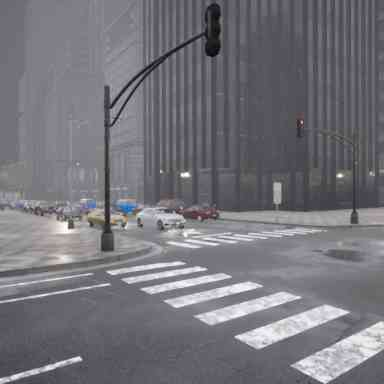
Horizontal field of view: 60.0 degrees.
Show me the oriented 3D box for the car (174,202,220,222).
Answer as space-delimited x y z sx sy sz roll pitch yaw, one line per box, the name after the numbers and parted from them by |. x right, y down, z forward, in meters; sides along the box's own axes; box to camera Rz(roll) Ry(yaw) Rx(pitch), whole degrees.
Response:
0.569 1.828 29.421 1.887 1.381 4.507 -1 0 -35 | car

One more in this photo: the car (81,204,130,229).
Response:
-6.296 1.843 24.358 1.752 1.417 4.829 -1 0 -35 | car

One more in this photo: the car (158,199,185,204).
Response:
-2.375 1.668 33.574 2.192 1.841 5.009 -1 0 -35 | car

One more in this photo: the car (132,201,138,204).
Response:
-5.306 2.003 37.727 1.802 1.307 4.206 -1 0 -35 | car

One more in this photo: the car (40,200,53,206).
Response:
-34.715 2.658 79.174 1.947 1.339 4.313 -1 0 -35 | car

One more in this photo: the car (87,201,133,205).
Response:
-7.723 1.882 30.995 2.128 1.511 4.902 0 -1 -35 | car

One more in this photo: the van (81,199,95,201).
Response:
-17.063 2.036 54.339 1.690 1.788 3.998 -1 0 -35 | van

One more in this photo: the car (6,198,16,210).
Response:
-31.935 2.352 60.511 1.967 1.590 4.097 -1 0 -35 | car

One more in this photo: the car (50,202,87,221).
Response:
-12.046 2.003 32.468 2.008 1.369 4.403 -1 0 -35 | car

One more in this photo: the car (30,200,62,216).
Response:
-17.704 1.900 40.439 2.192 1.841 5.009 -1 0 -35 | car

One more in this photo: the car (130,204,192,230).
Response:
-2.311 1.789 23.375 1.812 1.442 4.674 0 -1 -37 | car

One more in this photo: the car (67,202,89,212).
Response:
-17.060 2.256 49.568 1.895 1.301 4.718 0 -1 -35 | car

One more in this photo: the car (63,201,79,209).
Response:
-22.678 2.405 62.199 1.802 1.307 4.206 -1 0 -35 | car

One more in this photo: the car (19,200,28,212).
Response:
-23.353 2.156 48.409 1.967 1.590 4.097 -1 0 -35 | car

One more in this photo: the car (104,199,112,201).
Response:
-11.188 1.874 46.033 2.192 1.841 5.009 -1 0 -35 | car

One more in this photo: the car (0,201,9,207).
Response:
-44.374 2.769 78.058 1.802 1.307 4.206 -1 0 -35 | car

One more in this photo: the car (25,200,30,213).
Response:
-20.525 2.195 44.424 1.887 1.381 4.507 -1 0 -35 | car

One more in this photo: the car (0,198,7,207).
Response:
-41.265 2.665 73.672 1.887 1.381 4.507 -1 0 -35 | car

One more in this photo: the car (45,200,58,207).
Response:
-31.705 2.593 74.930 1.947 1.339 4.313 -1 0 -35 | car

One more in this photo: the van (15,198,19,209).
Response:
-26.181 2.122 52.395 1.690 1.788 3.998 -1 0 -35 | van

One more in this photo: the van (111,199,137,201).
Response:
-8.250 1.832 41.880 1.690 1.788 3.998 -1 0 -35 | van

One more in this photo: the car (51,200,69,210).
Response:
-23.041 2.270 57.951 1.882 1.535 5.008 0 -1 -35 | car

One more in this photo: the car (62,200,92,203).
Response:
-13.661 2.056 39.385 1.812 1.442 4.674 0 -1 -35 | car
